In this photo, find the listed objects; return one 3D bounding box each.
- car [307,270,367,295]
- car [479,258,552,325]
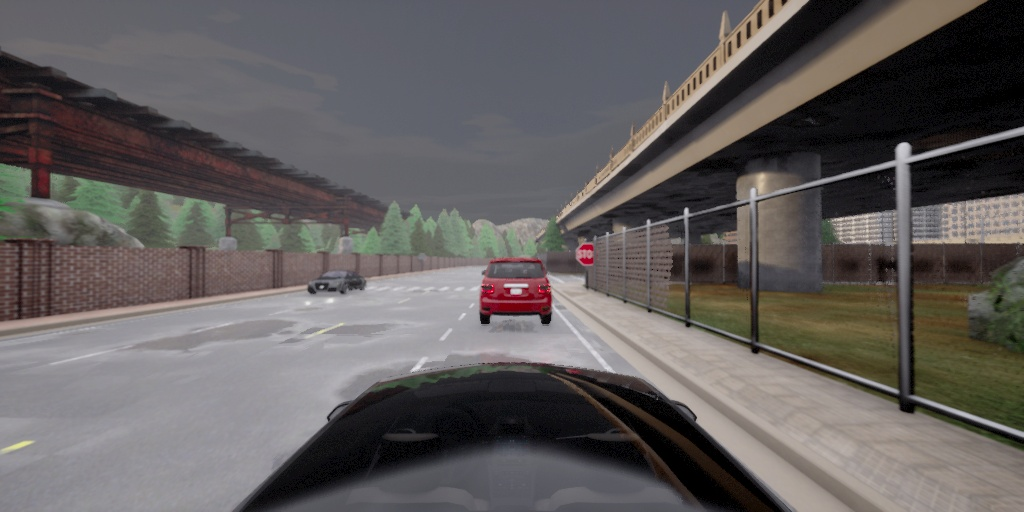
[{"bbox_3d":[-10.489,1.551,21.775,1.994,1.385,4.181,0,-1,0],"label":"car"},{"bbox_3d":[0.102,1.092,12.468,2.150,2.045,5.566,0,-1,0],"label":"car"}]
